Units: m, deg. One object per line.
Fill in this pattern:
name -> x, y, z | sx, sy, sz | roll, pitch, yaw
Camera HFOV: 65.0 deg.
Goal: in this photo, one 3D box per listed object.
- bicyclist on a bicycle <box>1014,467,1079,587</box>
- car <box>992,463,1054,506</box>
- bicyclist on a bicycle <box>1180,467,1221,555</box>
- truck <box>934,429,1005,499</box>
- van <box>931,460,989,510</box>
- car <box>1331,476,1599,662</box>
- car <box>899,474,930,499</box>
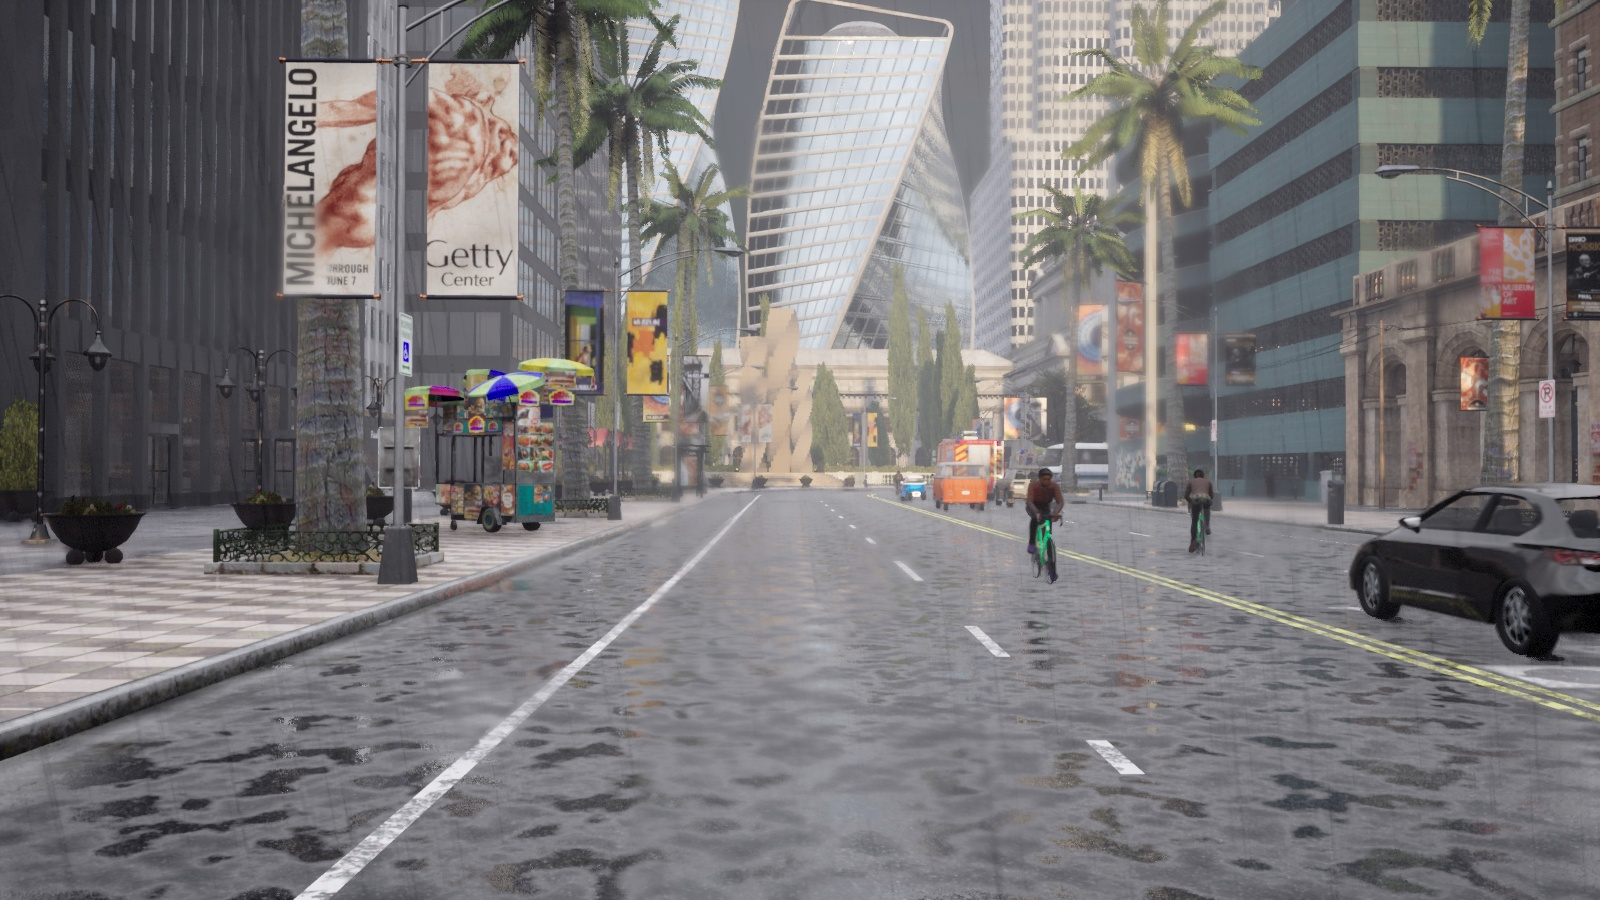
bicyclist on a bicycle -> 3.473, 1.052, 17.808 | 0.582, 1.620, 1.656 | 0, -1, 0
car -> 9.980, 1.539, 56.565 | 1.932, 1.855, 4.605 | 0, -1, -1
bicyclist on a bicycle -> 7.628, 1.138, 23.964 | 0.582, 1.620, 1.656 | 0, -1, 13
truck -> 9.756, 0.837, 73.174 | 2.891, 3.827, 8.468 | 0, -1, -1
van -> 6.542, 1.410, 51.863 | 1.775, 1.987, 4.442 | 0, -1, -1
car -> 6.985, 1.006, 12.263 | 1.816, 1.474, 4.193 | 0, -1, 0
car -> 6.312, 2.004, 69.213 | 1.481, 1.376, 2.207 | 0, -1, -1
